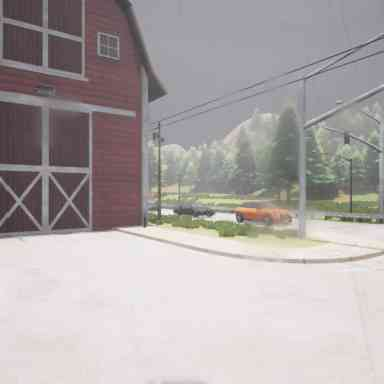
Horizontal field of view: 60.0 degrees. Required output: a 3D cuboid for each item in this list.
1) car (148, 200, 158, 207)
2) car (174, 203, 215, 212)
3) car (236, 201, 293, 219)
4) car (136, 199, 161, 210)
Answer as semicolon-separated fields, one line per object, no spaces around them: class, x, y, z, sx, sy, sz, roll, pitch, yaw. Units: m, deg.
car;-5.516;1.842;41.691;1.994;1.385;4.181;0;0;-35
car;0.099;1.772;33.473;2.033;1.411;5.357;0;0;-34
car;5.473;1.526;25.612;2.097;1.767;4.553;0;0;-34
car;-6.558;1.850;49.597;1.812;1.442;4.674;0;0;-34
